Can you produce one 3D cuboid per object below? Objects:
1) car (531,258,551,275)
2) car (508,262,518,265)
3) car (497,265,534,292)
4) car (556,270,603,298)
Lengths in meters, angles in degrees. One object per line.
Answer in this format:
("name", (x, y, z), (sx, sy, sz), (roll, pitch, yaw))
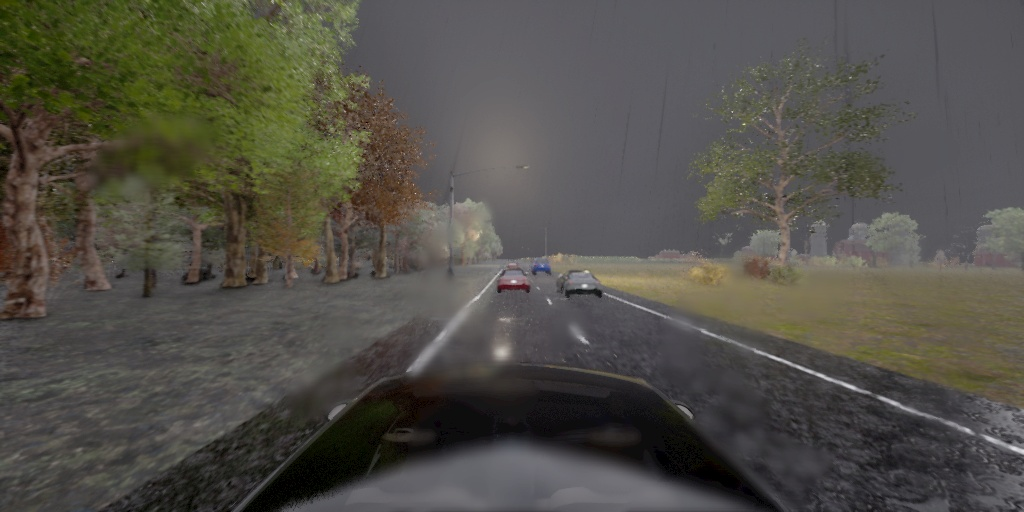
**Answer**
("car", (3.605, 1.301, 45.170), (2.150, 2.045, 5.566), (0, 0, 0))
("car", (0.106, 1.651, 51.934), (1.812, 1.442, 4.674), (0, 0, 0))
("car", (0.102, 1.479, 22.694), (1.994, 1.385, 4.181), (0, 0, 0))
("car", (3.596, 1.456, 19.733), (1.994, 1.385, 4.181), (0, 0, 0))
